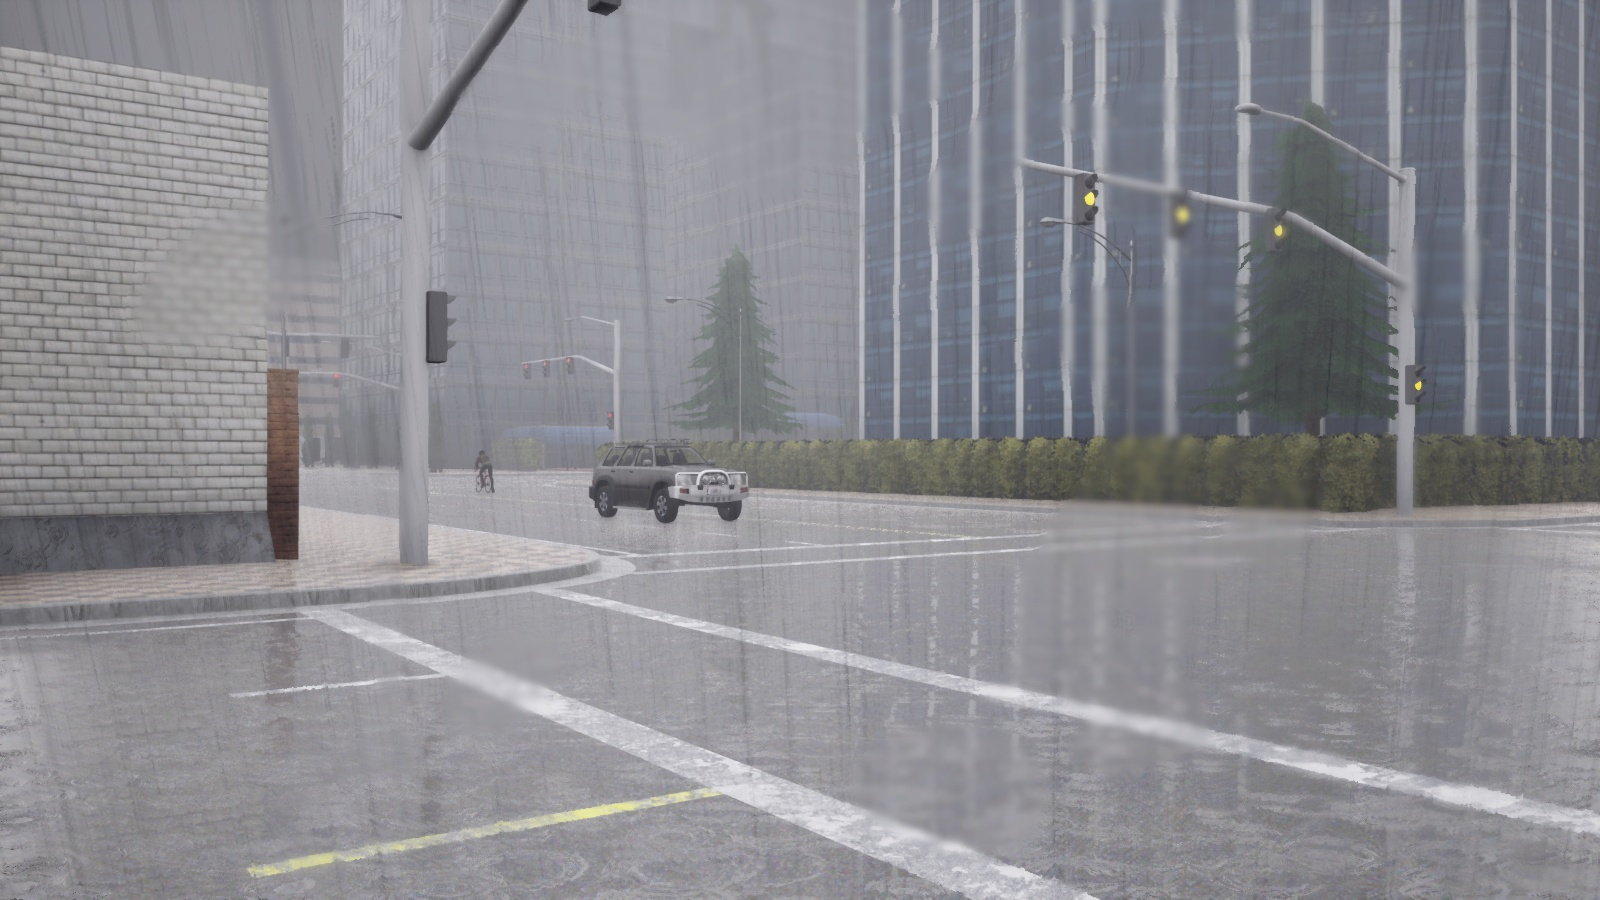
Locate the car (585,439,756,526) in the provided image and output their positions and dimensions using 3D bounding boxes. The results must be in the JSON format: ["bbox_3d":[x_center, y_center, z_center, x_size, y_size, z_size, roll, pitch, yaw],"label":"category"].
[{"bbox_3d":[-3.097,0.695,29.092,1.932,1.855,4.605,0,0,-35],"label":"car"}]
